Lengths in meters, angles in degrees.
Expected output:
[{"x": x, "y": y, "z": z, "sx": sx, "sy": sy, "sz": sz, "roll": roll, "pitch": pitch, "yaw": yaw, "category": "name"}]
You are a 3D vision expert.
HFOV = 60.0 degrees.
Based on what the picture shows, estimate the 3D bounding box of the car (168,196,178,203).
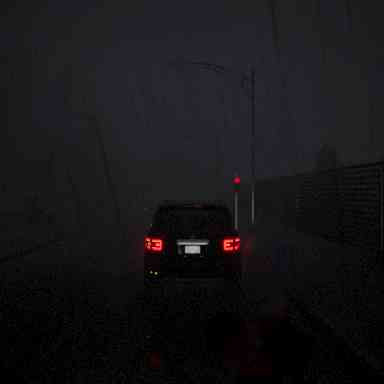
[{"x": -4.092, "y": 1.595, "z": 72.824, "sx": 1.895, "sy": 1.301, "sz": 4.718, "roll": 0, "pitch": 0, "yaw": 0, "category": "car"}]

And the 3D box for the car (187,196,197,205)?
[{"x": 0.022, "y": 1.477, "z": 61.423, "sx": 1.882, "sy": 1.535, "sz": 5.008, "roll": 0, "pitch": 0, "yaw": 0, "category": "car"}]

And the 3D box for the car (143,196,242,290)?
[{"x": 0.032, "y": 1.221, "z": 9.199, "sx": 2.150, "sy": 2.045, "sz": 5.566, "roll": 0, "pitch": 0, "yaw": 0, "category": "car"}]

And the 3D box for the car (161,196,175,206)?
[{"x": -4.155, "y": 1.491, "z": 57.667, "sx": 2.128, "sy": 1.511, "sz": 4.902, "roll": 0, "pitch": 0, "yaw": 0, "category": "car"}]

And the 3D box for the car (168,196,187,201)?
[{"x": -3.815, "y": 1.595, "z": 87.275, "sx": 4.718, "sy": 1.301, "sz": 1.895, "roll": 0, "pitch": 0, "yaw": 40, "category": "car"}]

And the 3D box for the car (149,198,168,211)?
[{"x": -4.149, "y": 1.505, "z": 41.913, "sx": 1.837, "sy": 1.490, "sz": 4.892, "roll": 0, "pitch": 0, "yaw": 0, "category": "car"}]
